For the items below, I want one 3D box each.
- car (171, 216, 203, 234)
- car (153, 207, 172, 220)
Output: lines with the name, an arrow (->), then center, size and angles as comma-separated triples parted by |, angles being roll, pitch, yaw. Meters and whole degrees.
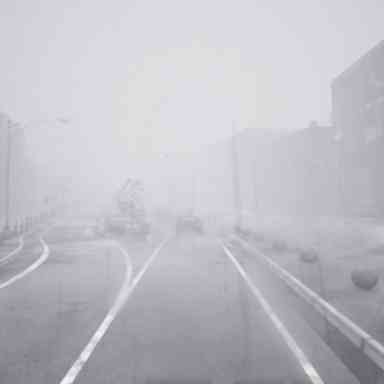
car -> -0.366, 2.473, 25.109 | 1.895, 1.301, 4.718 | 0, -4, -5
car -> -3.743, 2.679, 42.232 | 1.882, 1.535, 5.008 | 0, 0, -13
